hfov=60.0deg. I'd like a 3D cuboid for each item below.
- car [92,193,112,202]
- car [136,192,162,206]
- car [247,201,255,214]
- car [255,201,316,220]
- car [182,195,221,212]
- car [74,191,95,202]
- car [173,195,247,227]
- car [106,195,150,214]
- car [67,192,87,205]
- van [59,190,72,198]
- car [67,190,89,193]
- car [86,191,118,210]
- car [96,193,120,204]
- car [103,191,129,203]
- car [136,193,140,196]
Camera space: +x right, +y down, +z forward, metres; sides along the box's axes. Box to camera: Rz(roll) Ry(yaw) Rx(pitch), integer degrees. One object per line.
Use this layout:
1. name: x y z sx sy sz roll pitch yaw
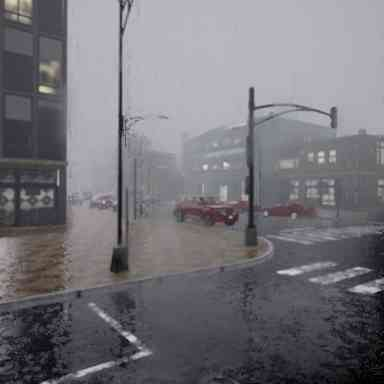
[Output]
1. car: -15.590 0.866 57.556 1.752 1.417 4.829 1 0 -36
2. car: -5.637 1.113 44.010 2.008 1.369 4.403 1 0 -36
3. car: 4.215 1.353 30.601 1.802 1.307 4.206 1 0 -36
4. car: 7.499 1.384 26.133 1.887 1.381 4.507 1 0 -36
5. car: 0.933 1.142 35.072 1.967 1.590 4.097 1 0 -36
6. car: -18.419 0.662 56.847 2.097 1.767 4.553 0 1 -36
7. car: 0.752 1.108 21.171 2.192 1.841 5.009 1 0 -36
8. car: -5.823 1.237 30.109 1.802 1.307 4.206 1 0 -36
9. car: -15.674 1.025 43.515 1.802 1.307 4.206 1 0 -36
10. van: -28.621 0.376 75.296 1.690 1.788 3.998 1 0 -36
11. car: -17.877 0.762 51.042 1.895 1.301 4.718 0 1 -36
12. car: -9.103 1.026 34.578 1.967 1.590 4.097 1 0 -36
13. car: -12.341 0.951 48.650 1.837 1.490 4.892 0 0 -36
14. car: -12.200 0.732 52.950 2.192 1.841 5.009 1 0 -36
15. car: -8.040 1.142 37.496 1.994 1.385 4.181 0 1 -36
